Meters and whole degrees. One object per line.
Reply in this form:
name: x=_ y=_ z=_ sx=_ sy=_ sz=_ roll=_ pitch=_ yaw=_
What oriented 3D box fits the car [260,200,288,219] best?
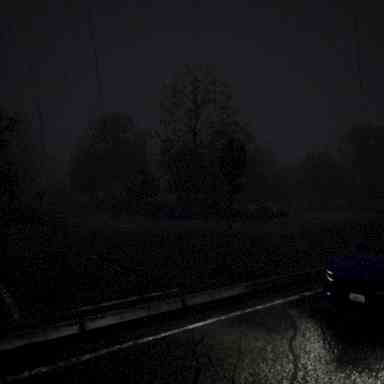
car: x=6.882 y=1.584 z=31.553 sx=2.185 sy=1.767 sz=4.553 roll=1 pitch=-1 yaw=-36

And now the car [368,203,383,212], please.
car: x=26.716 y=2.132 z=45.645 sx=2.002 sy=1.452 sz=4.674 roll=1 pitch=-1 yaw=-35

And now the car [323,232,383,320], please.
car: x=4.781 y=1.511 z=6.989 sx=5.008 sy=1.535 sz=1.882 roll=1 pitch=0 yaw=-36

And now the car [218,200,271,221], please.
car: x=4.341 y=1.702 z=29.653 sx=2.002 sy=1.452 sz=4.674 roll=1 pitch=-1 yaw=-36
